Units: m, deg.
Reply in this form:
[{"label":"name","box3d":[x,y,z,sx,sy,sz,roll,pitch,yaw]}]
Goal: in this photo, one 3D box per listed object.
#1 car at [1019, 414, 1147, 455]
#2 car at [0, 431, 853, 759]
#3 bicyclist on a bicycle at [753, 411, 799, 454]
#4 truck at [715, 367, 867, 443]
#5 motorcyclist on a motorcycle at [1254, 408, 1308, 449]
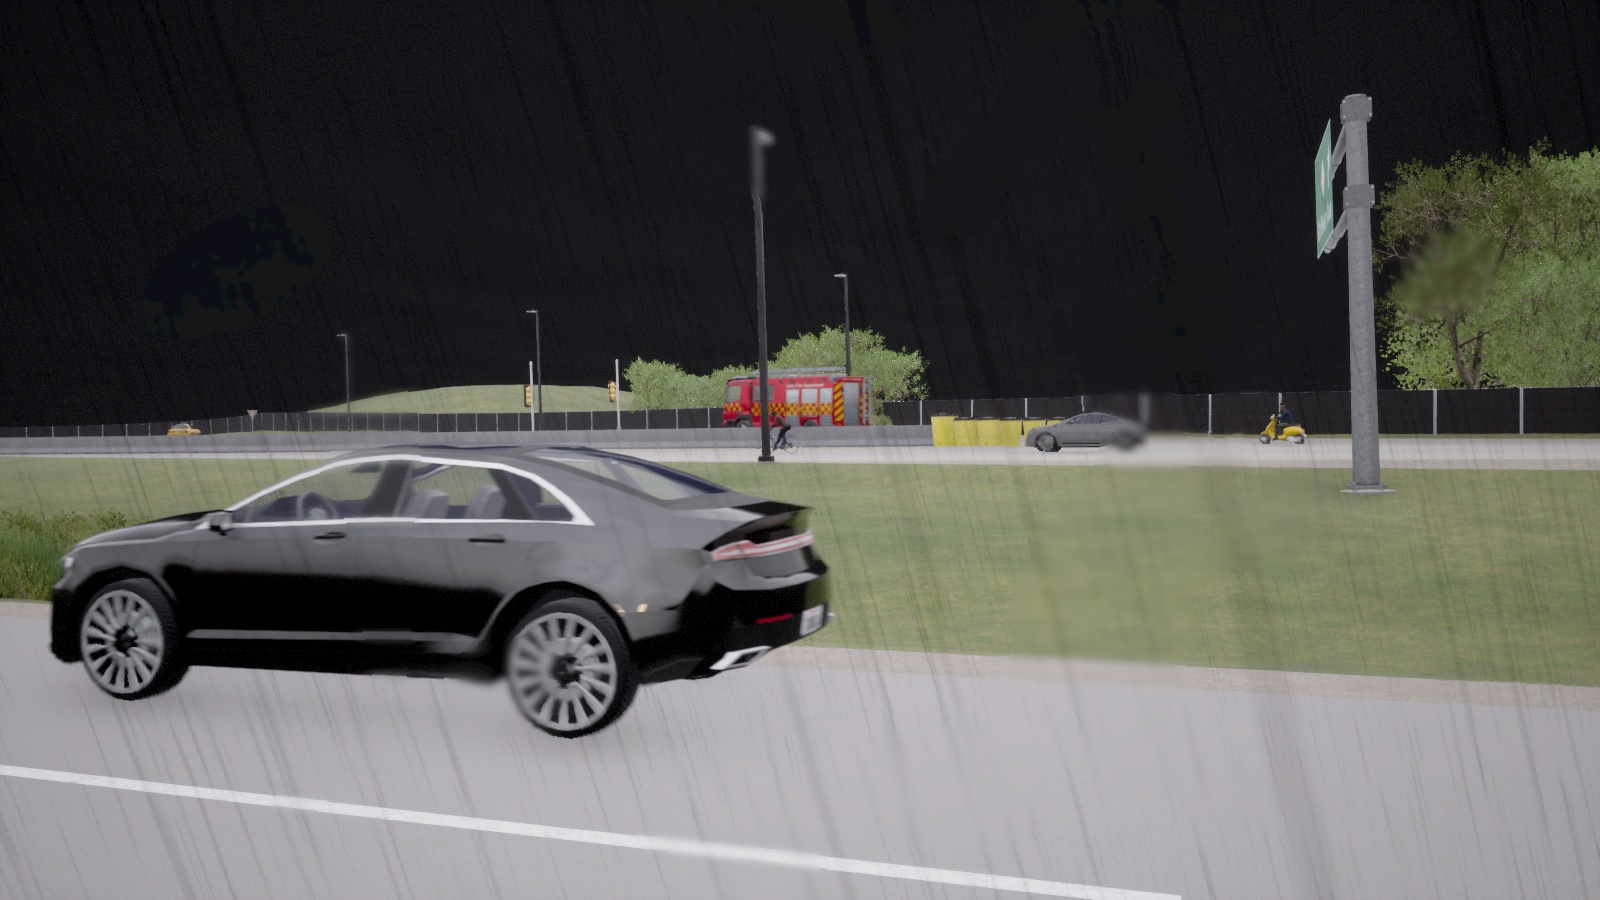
[{"label":"car","box3d":[9.941,-0.537,44.037,4.181,1.385,1.994,0,1,19]},{"label":"car","box3d":[-2.335,0.651,7.665,4.902,1.511,2.128,1,1,19]},{"label":"bicyclist on a bicycle","box3d":[-0.909,-0.664,47.817,1.656,1.620,0.582,0,1,19]},{"label":"truck","box3d":[-0.575,-2.353,66.842,8.468,3.827,2.891,1,2,44]},{"label":"motorcyclist on a motorcycle","box3d":[19.015,-0.845,49.682,1.817,1.590,0.866,1,2,38]}]
